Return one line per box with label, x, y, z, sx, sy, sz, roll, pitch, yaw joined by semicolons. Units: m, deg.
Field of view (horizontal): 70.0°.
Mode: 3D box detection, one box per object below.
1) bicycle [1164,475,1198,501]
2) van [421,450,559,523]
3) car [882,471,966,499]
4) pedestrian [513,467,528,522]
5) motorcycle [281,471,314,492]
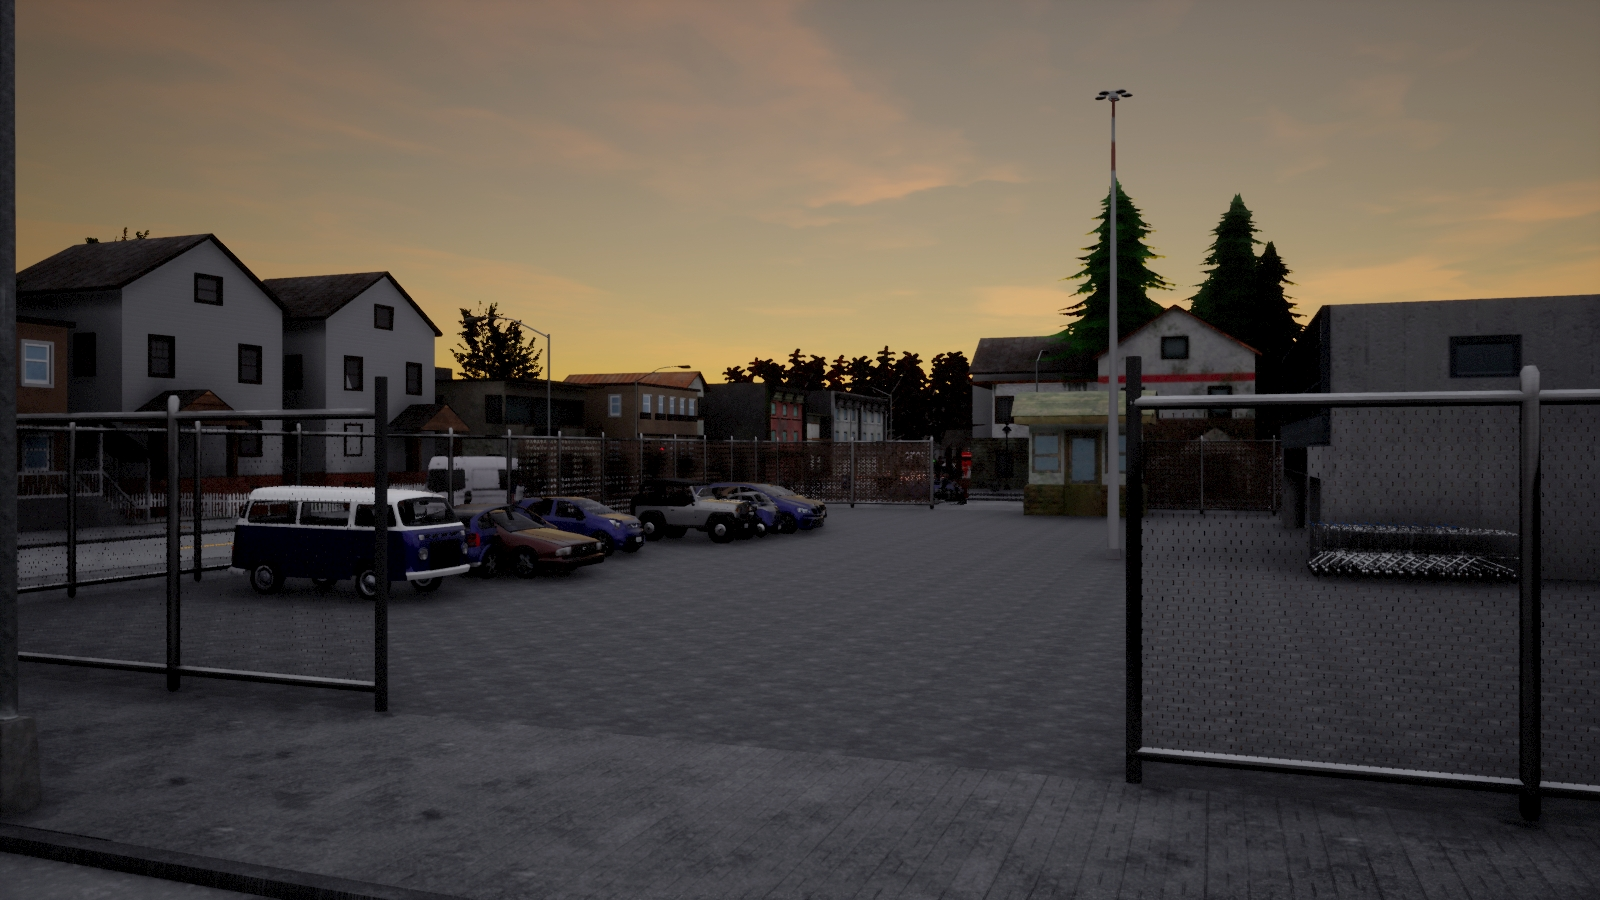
bicycle;19.369;1.937;58.121;1.643;1.296;0.373;-1;0;19
van;-11.621;1.315;43.349;1.988;2.561;5.915;0;-1;20
car;6.808;1.901;62.610;4.181;1.385;1.994;0;0;20
pedestrian;-9.641;1.529;39.464;0.375;1.860;0.375;0;0;-40
motorcycle;-31.687;1.971;72.028;1.805;1.236;0.856;0;0;17
